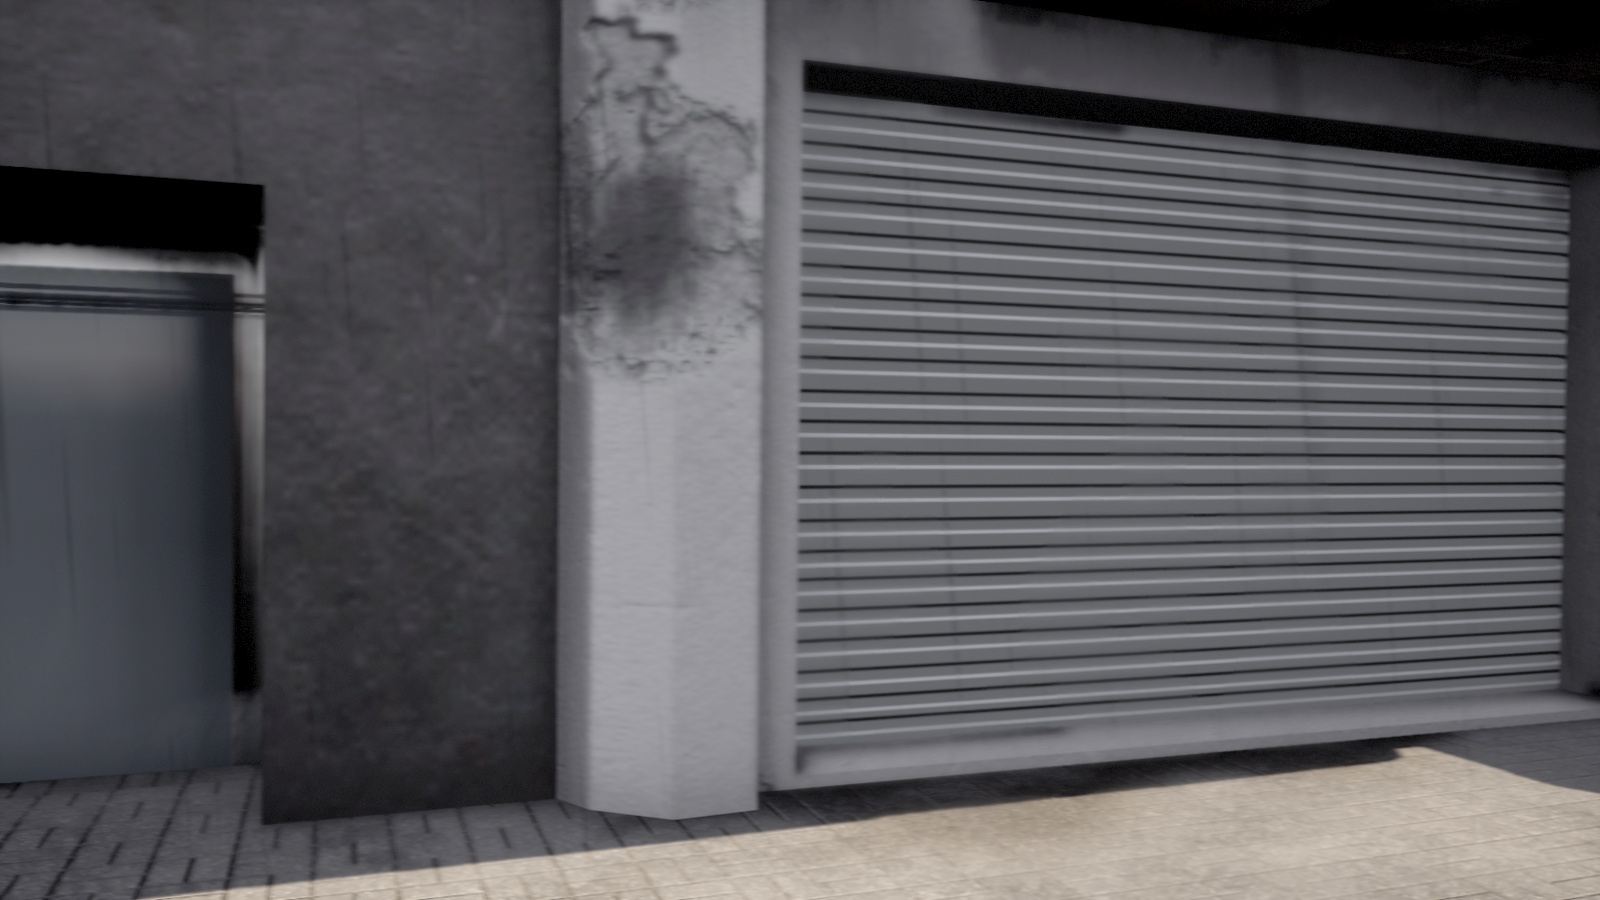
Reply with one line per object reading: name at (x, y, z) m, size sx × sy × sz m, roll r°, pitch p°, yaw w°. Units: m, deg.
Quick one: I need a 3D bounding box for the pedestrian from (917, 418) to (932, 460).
pedestrian at (5.745, -0.493, 57.910) m, size 0.396 × 1.930 × 0.692 m, roll -1°, pitch 1°, yaw -22°
